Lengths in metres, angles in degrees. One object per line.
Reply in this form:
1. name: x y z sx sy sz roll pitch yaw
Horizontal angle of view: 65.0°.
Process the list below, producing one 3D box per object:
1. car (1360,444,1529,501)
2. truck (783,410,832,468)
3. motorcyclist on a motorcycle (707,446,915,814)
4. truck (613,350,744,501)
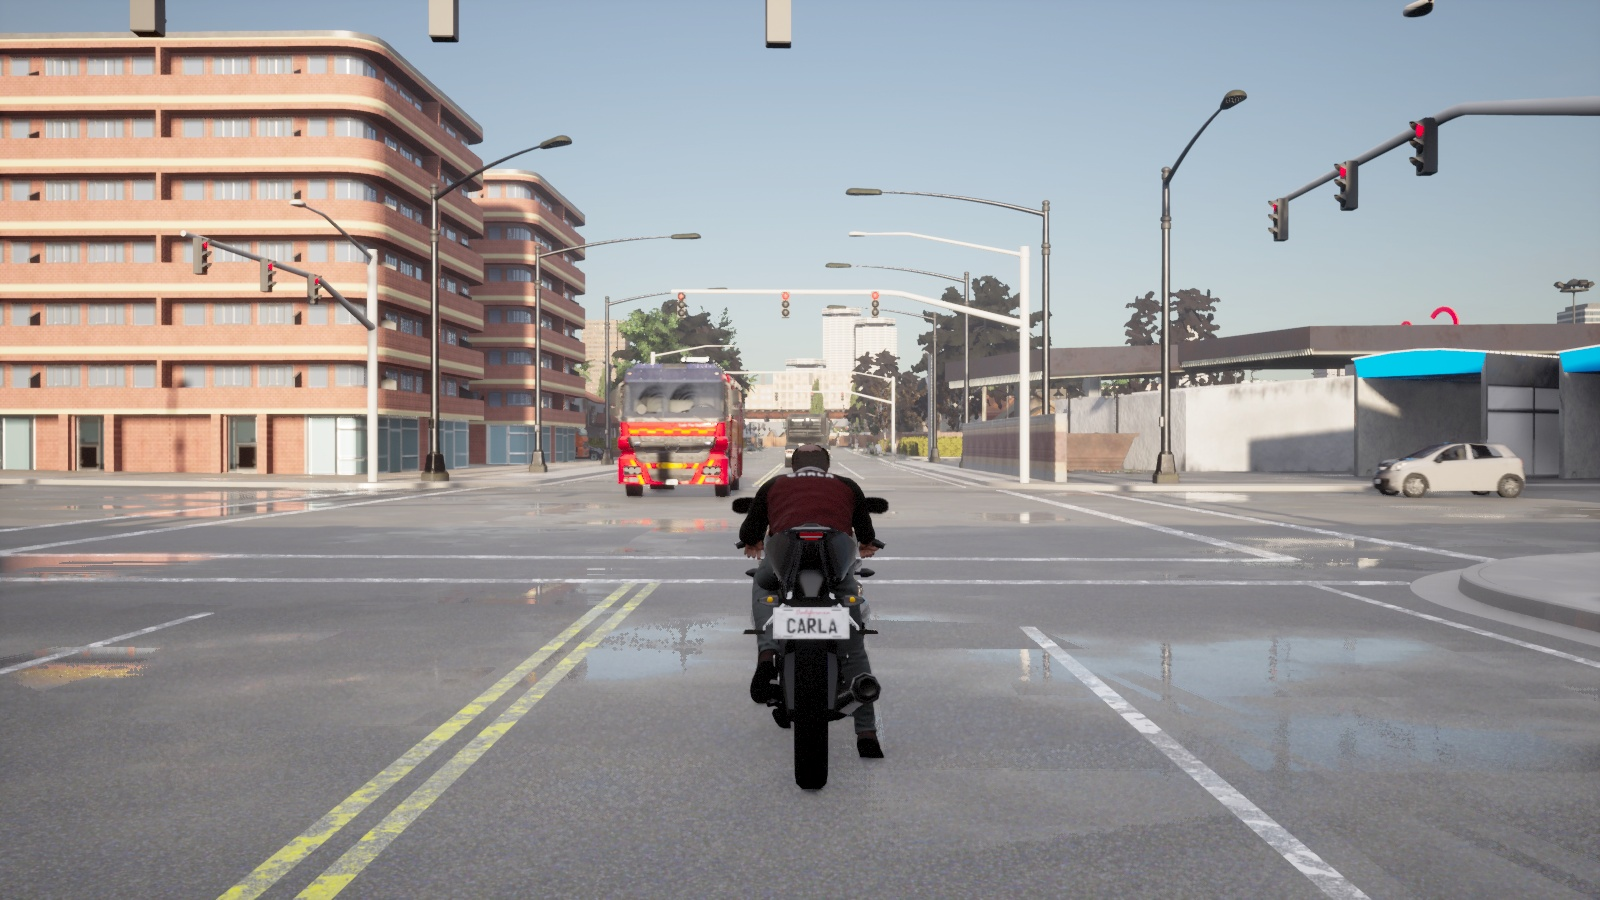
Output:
1. car: 17.393 0.582 34.003 3.633 1.501 1.845 0 0 1
2. truck: 0.466 -0.678 78.471 2.891 3.462 7.936 0 0 0
3. motorcyclist on a motorcycle: 0.052 0.746 6.329 0.866 1.530 2.191 0 0 0
4. truck: -3.275 -0.657 36.161 2.891 3.827 8.468 0 0 0
